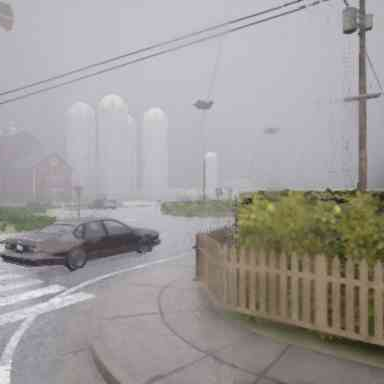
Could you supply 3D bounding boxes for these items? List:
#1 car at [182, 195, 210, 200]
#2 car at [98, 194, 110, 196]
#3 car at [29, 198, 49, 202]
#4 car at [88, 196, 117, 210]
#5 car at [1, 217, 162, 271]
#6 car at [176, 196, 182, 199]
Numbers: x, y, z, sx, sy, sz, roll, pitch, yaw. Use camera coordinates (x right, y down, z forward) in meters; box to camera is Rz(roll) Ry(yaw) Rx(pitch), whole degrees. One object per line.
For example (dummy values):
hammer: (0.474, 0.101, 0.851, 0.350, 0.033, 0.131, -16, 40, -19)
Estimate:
car: (0.988, 1.361, 61.842, 4.605, 1.855, 1.932, 0, 0, 35)
car: (-15.711, 1.382, 61.043, 3.866, 1.878, 1.905, 0, 0, 35)
car: (-22.942, 1.573, 49.650, 4.193, 1.474, 1.816, 0, 0, 35)
car: (-11.699, 1.570, 43.284, 3.905, 1.438, 1.784, 0, 0, 35)
car: (-3.305, 1.560, 11.128, 2.033, 1.411, 5.357, 0, 0, 33)
car: (-1.891, 1.551, 80.916, 4.611, 1.667, 2.242, 0, 0, 35)
